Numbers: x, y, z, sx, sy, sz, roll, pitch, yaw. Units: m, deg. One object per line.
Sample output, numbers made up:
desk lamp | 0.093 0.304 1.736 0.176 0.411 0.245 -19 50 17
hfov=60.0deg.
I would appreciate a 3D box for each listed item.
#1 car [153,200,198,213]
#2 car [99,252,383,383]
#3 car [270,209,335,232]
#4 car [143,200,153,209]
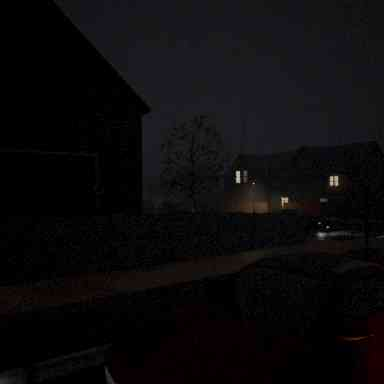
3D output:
car | -1.544 1.903 35.020 2.150 2.045 5.566 -1 -1 -35
car | 1.305 1.525 3.914 4.674 1.442 1.812 0 0 -35
car | 6.967 1.880 23.031 2.033 1.411 5.357 -1 -1 -36
car | -7.291 2.192 48.099 2.150 2.045 5.566 -1 -1 -35
